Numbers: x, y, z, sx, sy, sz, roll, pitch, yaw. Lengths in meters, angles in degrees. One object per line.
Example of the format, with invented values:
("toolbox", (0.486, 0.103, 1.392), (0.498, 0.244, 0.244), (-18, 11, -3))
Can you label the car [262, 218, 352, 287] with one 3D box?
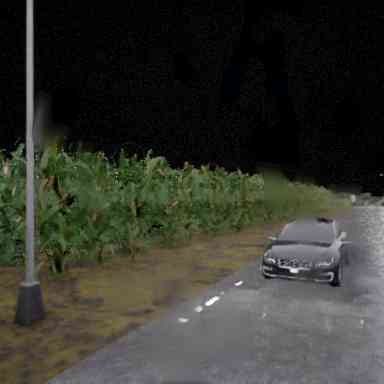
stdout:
("car", (3.505, 1.564, 9.766), (1.837, 1.490, 4.892), (0, 0, 29))
